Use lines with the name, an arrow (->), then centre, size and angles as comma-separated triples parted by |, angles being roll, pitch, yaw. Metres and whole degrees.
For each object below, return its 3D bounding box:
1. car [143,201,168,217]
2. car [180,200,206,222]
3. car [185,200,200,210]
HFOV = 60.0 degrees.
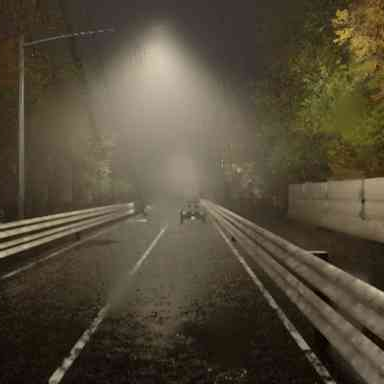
car -> -3.290, 1.540, 30.763 | 1.812, 1.442, 4.674 | 0, 0, 0
car -> 0.067, 1.576, 26.096 | 1.895, 1.301, 4.718 | 0, 0, 0
car -> 0.041, 1.736, 46.083 | 1.895, 1.301, 4.718 | 0, -1, 0
